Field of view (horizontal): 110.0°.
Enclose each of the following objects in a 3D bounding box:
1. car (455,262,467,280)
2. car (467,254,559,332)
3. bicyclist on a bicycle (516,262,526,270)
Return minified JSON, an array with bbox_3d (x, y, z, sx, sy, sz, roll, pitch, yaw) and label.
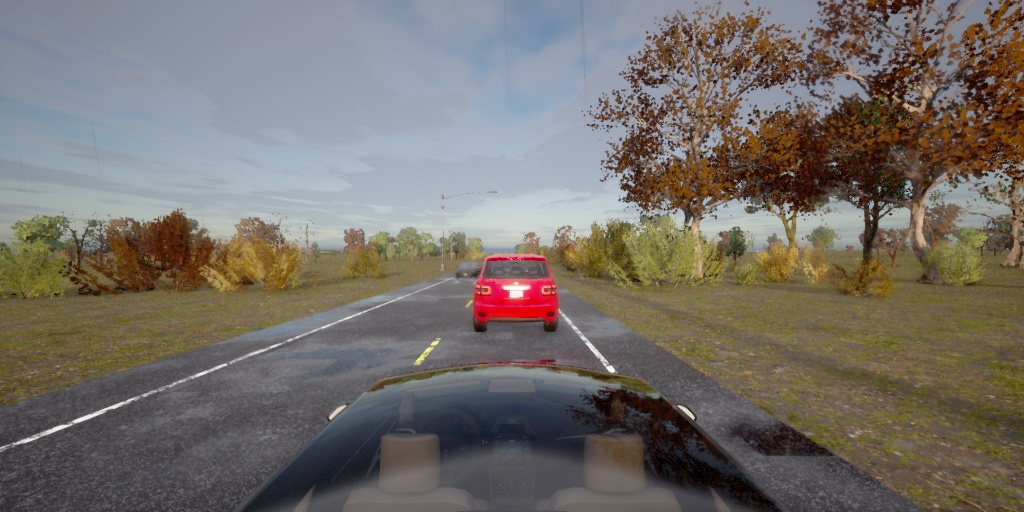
[{"bbox_3d":[-3.714,1.217,31.135,1.882,1.535,5.008,0,0,0],"label":"car"},{"bbox_3d":[0.078,0.968,10.969,2.150,2.045,5.566,0,0,-1],"label":"car"},{"bbox_3d":[0.859,1.110,30.148,0.659,1.776,1.843,0,0,0],"label":"bicyclist on a bicycle"}]
